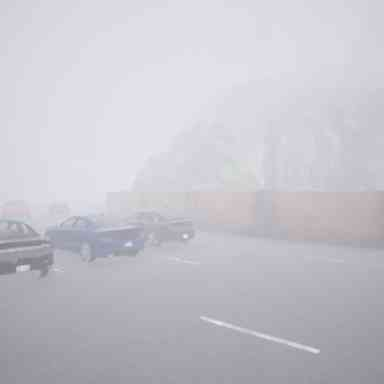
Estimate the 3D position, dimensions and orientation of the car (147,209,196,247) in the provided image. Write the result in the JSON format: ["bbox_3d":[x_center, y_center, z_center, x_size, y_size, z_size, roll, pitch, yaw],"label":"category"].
[{"bbox_3d":[-1.932,1.568,15.495,1.837,1.490,4.892,0,0,-43],"label":"car"}]

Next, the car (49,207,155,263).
[{"bbox_3d":[-3.756,1.523,12.359,1.882,1.535,5.008,0,0,-45],"label":"car"}]

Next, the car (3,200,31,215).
[{"bbox_3d":[-15.477,1.444,29.528,2.097,1.767,4.553,0,0,-25],"label":"car"}]

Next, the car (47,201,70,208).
[{"bbox_3d":[-13.160,1.602,32.863,2.128,1.511,4.902,0,0,-23],"label":"car"}]

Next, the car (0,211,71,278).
[{"bbox_3d":[-5.571,1.520,9.224,4.902,1.511,2.128,0,0,44],"label":"car"}]
